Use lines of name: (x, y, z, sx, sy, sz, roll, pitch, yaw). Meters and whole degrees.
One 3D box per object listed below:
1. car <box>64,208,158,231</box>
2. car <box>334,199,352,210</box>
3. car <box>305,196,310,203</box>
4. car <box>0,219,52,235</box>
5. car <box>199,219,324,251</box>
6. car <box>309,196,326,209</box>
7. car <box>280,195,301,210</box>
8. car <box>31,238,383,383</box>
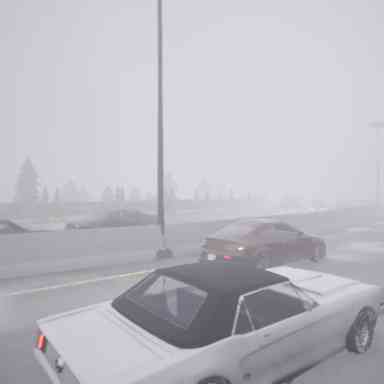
car: (-4.244, 1.614, 18.671, 5.357, 1.411, 2.033, 0, 0, -40)
car: (20.209, 1.698, 44.494, 1.837, 1.490, 4.892, 0, 0, 26)
car: (30.110, 1.833, 83.808, 2.097, 1.767, 4.553, 0, -1, 3)
car: (-7.460, 1.648, 11.683, 4.718, 1.301, 1.895, 0, 0, -37)
car: (2.284, 1.554, 10.274, 4.674, 1.442, 1.812, 0, 0, -40)
car: (19.438, 1.754, 51.059, 1.837, 1.490, 4.892, 0, 0, 24)
car: (14.446, 1.459, 48.560, 2.150, 2.045, 5.566, 0, -1, 26)
car: (0.630, 1.613, 4.390, 4.718, 1.301, 1.895, 0, 0, -37)
